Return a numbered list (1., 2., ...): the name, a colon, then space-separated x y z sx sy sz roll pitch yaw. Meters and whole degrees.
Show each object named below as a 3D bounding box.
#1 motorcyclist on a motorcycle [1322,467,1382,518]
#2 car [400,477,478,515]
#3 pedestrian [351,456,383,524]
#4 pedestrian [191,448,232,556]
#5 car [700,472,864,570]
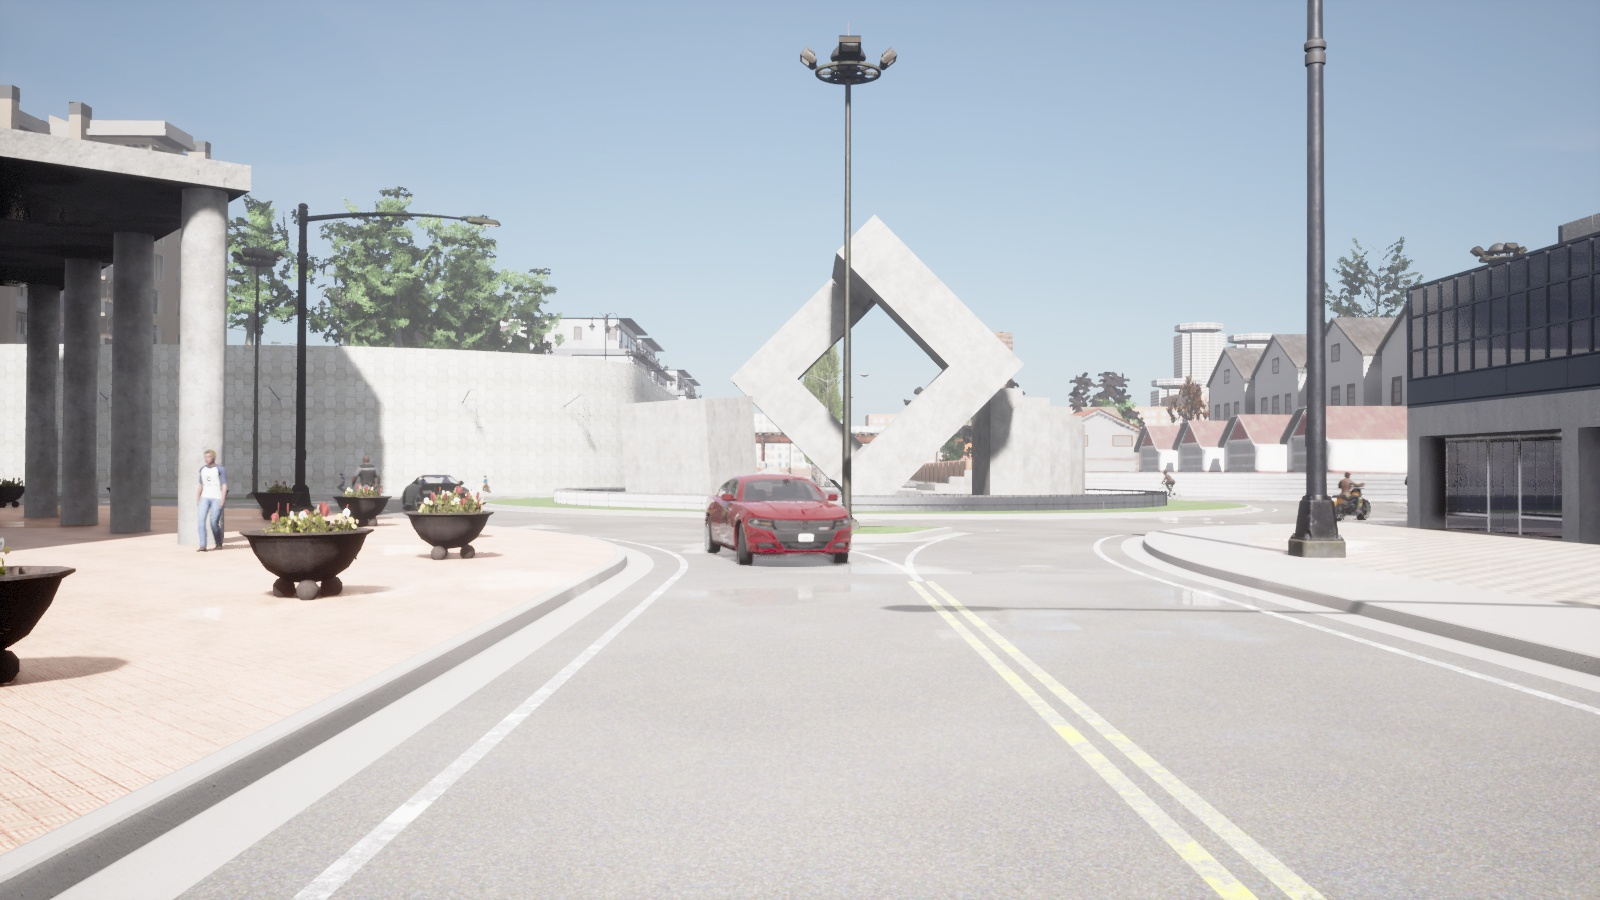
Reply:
1. motorcyclist on a motorcycle: 18.106 1.382 41.164 2.350 1.649 0.766 1 -2 -39
2. car: -13.931 1.744 48.316 1.994 1.385 4.181 0 -1 -29
3. pedestrian: -12.086 1.105 35.049 0.563 1.883 0.849 1 -1 -39
4. pedestrian: -10.207 0.898 21.794 0.354 1.836 0.706 0 -1 2
5. car: -0.467 1.170 22.413 1.882 1.535 5.008 0 -1 -13
